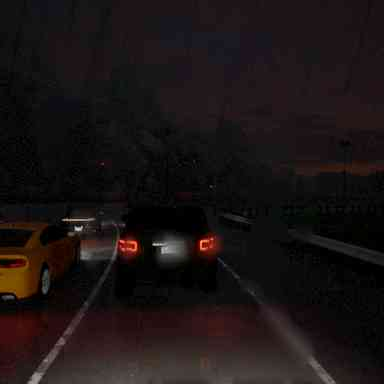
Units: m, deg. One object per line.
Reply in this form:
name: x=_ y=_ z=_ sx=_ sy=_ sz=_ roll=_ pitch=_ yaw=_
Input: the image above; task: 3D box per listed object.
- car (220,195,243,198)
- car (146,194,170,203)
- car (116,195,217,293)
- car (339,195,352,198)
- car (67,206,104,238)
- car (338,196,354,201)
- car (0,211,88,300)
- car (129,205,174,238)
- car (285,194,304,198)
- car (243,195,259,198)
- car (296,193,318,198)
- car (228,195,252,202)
car: x=5.993 y=1.547 z=61.396 sx=5.357 sy=1.411 sz=2.033 roll=0 pitch=0 yaw=-20
car: x=-6.977 y=1.353 z=67.782 sx=4.553 sy=1.767 sz=2.097 roll=0 pitch=0 yaw=-20
car: x=-0.759 y=1.221 z=9.071 sx=2.150 sy=2.045 sz=5.566 roll=0 pitch=0 yaw=-7
car: x=33.260 y=1.478 z=72.401 sx=5.008 sy=1.535 sz=1.882 roll=0 pitch=0 yaw=-27
car: x=-5.773 y=1.492 z=17.586 sx=2.128 sy=1.511 sz=4.902 roll=0 pitch=0 yaw=-14
car: x=39.649 y=1.592 z=85.540 sx=4.718 sy=1.301 sz=1.895 roll=0 pitch=0 yaw=-38
car: x=-4.167 y=1.478 z=8.343 sx=1.882 sy=1.535 sz=5.008 roll=0 pitch=0 yaw=-6
car: x=-2.512 y=1.547 z=19.111 sx=2.033 sy=1.411 sz=5.357 roll=0 pitch=0 yaw=-13
car: x=19.457 y=1.559 z=66.242 sx=4.181 sy=1.385 sz=1.994 roll=0 pitch=0 yaw=-20
car: x=12.646 y=1.540 z=71.193 sx=5.357 sy=1.411 sz=2.033 roll=0 pitch=0 yaw=-20
car: x=26.983 y=1.355 z=76.949 sx=4.553 sy=1.767 sz=2.097 roll=0 pitch=0 yaw=-27
car: x=10.639 y=1.478 z=74.186 sx=5.008 sy=1.535 sz=1.882 roll=0 pitch=0 yaw=-20
